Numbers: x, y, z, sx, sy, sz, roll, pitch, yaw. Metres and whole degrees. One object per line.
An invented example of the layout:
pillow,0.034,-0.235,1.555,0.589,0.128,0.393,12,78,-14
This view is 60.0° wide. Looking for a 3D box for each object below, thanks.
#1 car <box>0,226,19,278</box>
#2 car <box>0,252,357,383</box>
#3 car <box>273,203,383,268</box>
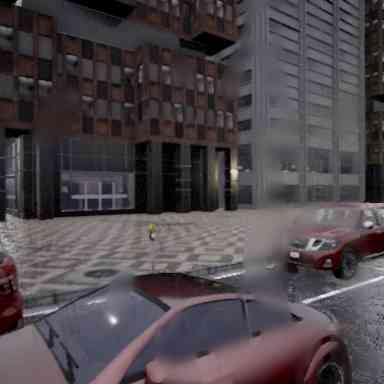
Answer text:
car,-4.506,1.322,3.439,5.009,1.841,2.192,0,0,-35
car,-0.389,1.559,3.098,4.181,1.385,1.994,0,0,-35
car,4.679,1.280,9.988,5.009,1.841,2.192,0,0,-35
